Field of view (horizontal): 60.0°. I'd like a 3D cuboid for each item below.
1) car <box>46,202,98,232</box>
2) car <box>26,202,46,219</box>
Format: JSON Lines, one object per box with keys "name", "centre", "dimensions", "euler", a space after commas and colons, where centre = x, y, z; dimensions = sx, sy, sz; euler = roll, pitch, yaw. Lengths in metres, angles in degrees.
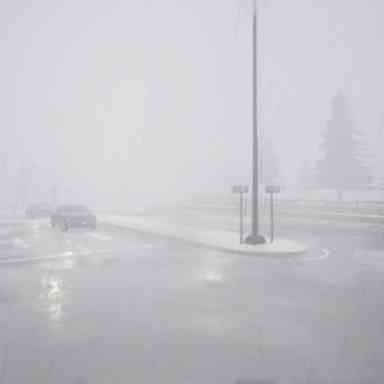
{"name": "car", "centre": [-7.328, 1.489, 20.436], "dimensions": [1.837, 1.490, 4.892], "euler": [0, 0, -35]}
{"name": "car", "centre": [-13.045, 1.548, 28.691], "dimensions": [1.994, 1.385, 4.181], "euler": [0, 0, -34]}
